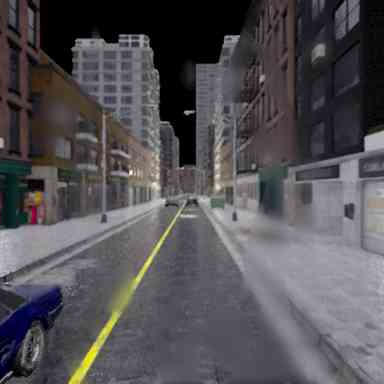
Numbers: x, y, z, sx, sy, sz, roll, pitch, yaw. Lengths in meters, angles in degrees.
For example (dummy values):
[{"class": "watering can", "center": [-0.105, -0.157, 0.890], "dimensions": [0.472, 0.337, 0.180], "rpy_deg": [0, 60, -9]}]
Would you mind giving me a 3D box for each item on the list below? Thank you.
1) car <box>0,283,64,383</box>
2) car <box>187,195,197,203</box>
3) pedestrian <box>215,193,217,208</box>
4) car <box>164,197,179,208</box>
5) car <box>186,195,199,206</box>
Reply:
[{"class": "car", "center": [-2.850, 1.593, 2.751], "dimensions": [1.895, 1.301, 4.718], "rpy_deg": [0, 0, 0]}, {"class": "car", "center": [0.014, 1.363, 64.189], "dimensions": [1.837, 1.490, 4.892], "rpy_deg": [0, 0, 0]}, {"class": "pedestrian", "center": [3.019, 1.042, 41.558], "dimensions": [0.375, 1.860, 0.375], "rpy_deg": [-1, 1, -14]}, {"class": "car", "center": [-2.813, 1.437, 47.123], "dimensions": [2.033, 1.411, 5.357], "rpy_deg": [0, 0, 0]}, {"class": "car", "center": [0.031, 1.386, 52.352], "dimensions": [1.837, 1.490, 4.892], "rpy_deg": [0, 0, 0]}]
